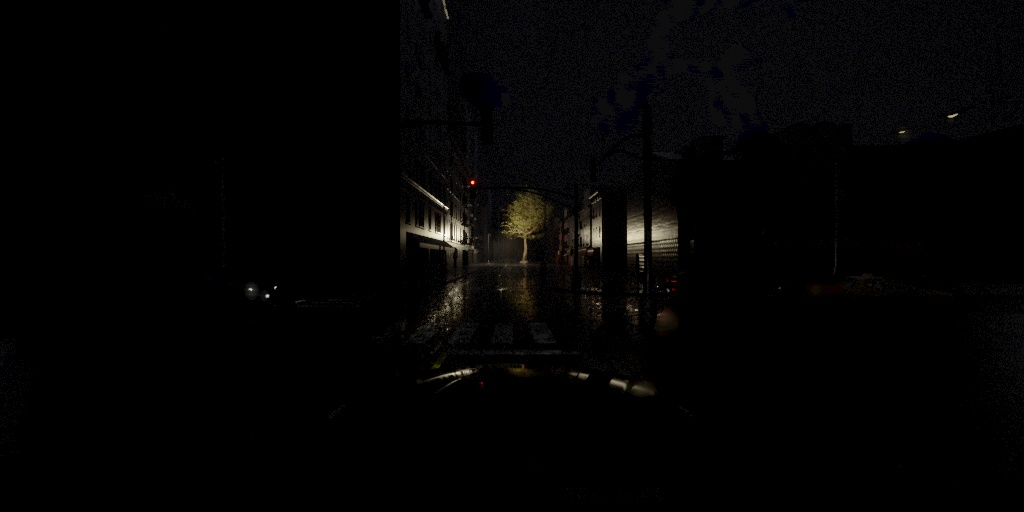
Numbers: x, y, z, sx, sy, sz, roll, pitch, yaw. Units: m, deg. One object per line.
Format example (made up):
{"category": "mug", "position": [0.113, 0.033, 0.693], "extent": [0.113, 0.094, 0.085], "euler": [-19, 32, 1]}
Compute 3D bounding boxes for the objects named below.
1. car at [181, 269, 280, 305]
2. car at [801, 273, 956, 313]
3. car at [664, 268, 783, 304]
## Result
{"category": "car", "position": [-12.619, 1.226, 14.595], "extent": [5.357, 1.411, 2.033], "euler": [0, 0, 0]}
{"category": "car", "position": [13.901, 1.346, 13.713], "extent": [4.829, 1.417, 1.751], "euler": [0, 0, 0]}
{"category": "car", "position": [9.480, 1.313, 16.228], "extent": [4.892, 1.490, 1.837], "euler": [0, -1, 0]}
